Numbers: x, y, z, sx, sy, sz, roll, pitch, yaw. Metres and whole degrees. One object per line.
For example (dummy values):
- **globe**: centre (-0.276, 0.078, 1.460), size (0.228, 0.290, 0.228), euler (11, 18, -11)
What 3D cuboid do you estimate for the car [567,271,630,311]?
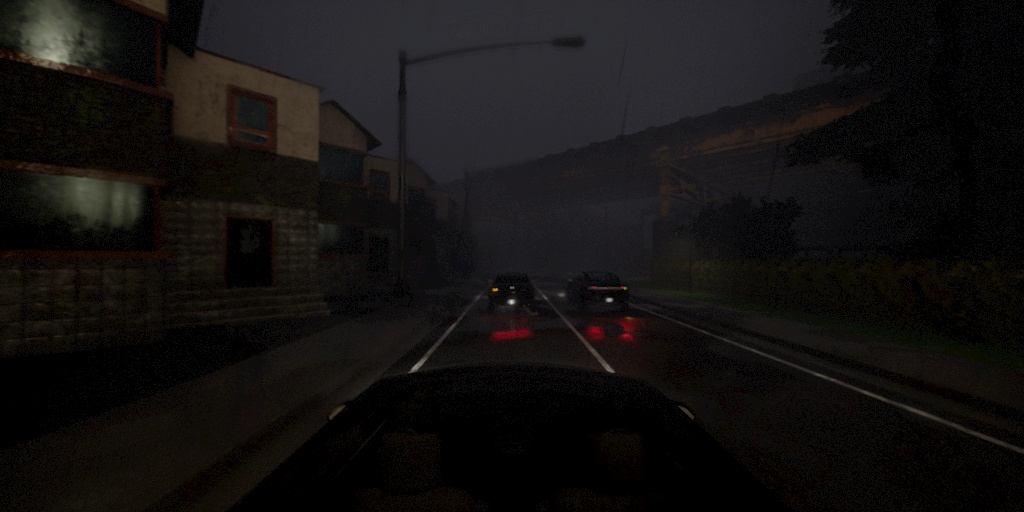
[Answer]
- **car**: centre (3.519, 1.396, 15.331), size (2.128, 1.511, 4.902), euler (0, 0, 0)

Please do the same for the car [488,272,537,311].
- **car**: centre (0.020, 1.410, 15.343), size (1.837, 1.490, 4.892), euler (0, 0, 0)
